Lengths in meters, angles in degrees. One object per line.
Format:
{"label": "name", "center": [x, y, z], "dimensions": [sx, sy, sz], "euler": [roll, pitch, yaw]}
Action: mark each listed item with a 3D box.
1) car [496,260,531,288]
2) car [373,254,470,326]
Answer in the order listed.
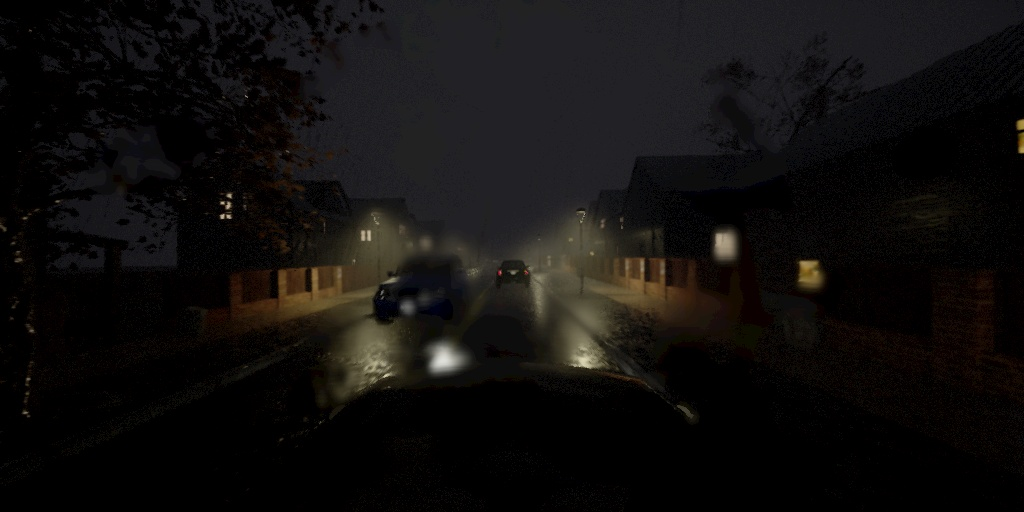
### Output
{"label": "car", "center": [0.076, 1.007, 23.299], "dimensions": [2.097, 1.767, 4.553], "euler": [-1, 0, 0]}
{"label": "car", "center": [-2.726, 0.970, 12.104], "dimensions": [2.150, 2.045, 5.566], "euler": [-1, 0, 0]}
